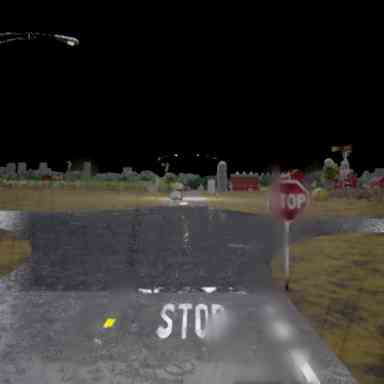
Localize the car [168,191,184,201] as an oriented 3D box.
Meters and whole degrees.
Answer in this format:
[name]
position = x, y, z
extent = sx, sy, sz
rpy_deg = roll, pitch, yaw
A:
[car]
position = -2.340, 0.616, 49.384
extent = 1.837, 1.490, 4.892
rpy_deg = 0, 3, 1
